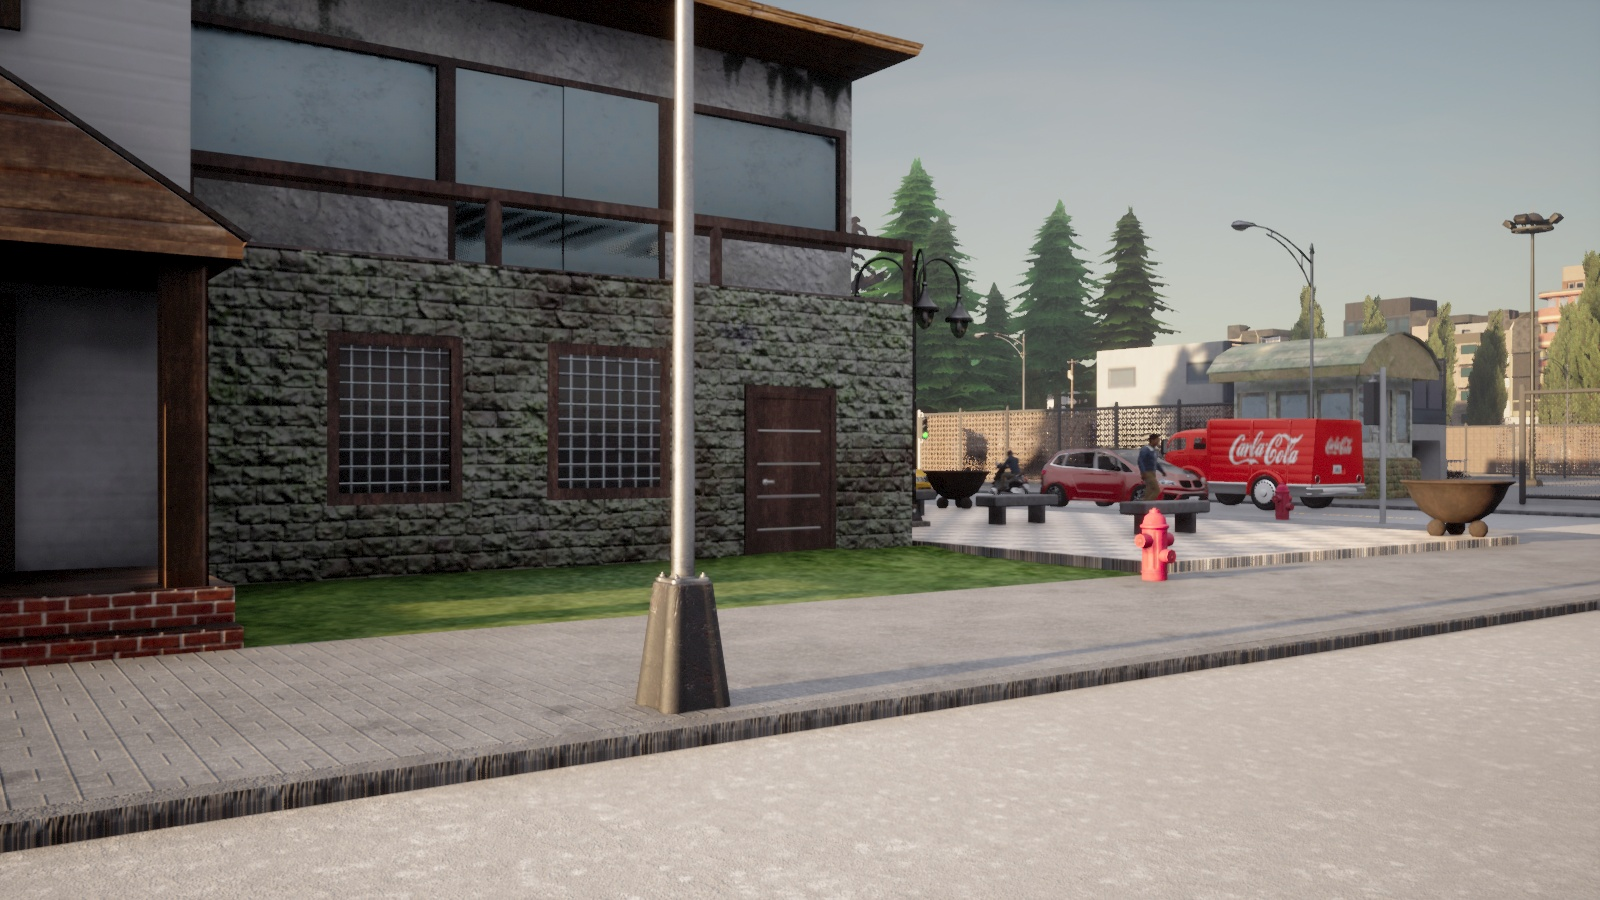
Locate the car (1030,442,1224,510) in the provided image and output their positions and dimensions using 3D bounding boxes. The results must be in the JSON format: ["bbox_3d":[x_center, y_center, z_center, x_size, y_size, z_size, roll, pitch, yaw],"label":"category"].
[{"bbox_3d":[8.602,0.651,33.377,2.242,1.667,4.611,0,0,-35],"label":"car"}]

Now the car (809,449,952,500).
[{"bbox_3d":[2.607,0.779,41.992,1.801,1.575,5.366,0,0,-35],"label":"car"}]

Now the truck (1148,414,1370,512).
[{"bbox_3d":[12.548,0.320,34.686,2.627,2.467,5.204,0,0,-34],"label":"truck"}]

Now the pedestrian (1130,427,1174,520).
[{"bbox_3d":[7.531,0.495,26.853,0.788,1.949,0.423,0,0,41],"label":"pedestrian"}]

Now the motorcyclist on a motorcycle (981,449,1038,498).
[{"bbox_3d":[7.075,0.785,42.530,0.866,1.590,1.817,0,-1,-34],"label":"motorcyclist on a motorcycle"}]
